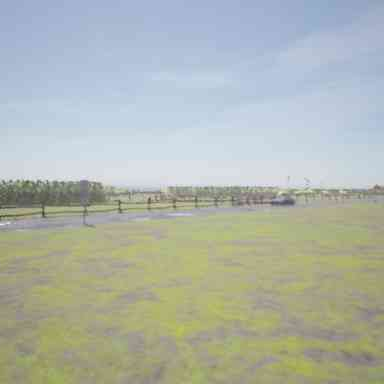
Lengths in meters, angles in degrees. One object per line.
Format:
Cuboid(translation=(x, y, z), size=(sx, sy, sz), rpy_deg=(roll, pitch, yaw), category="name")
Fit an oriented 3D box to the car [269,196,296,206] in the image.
Cuboid(translation=(13.989, 1.374, 51.122), size=(2.033, 1.411, 5.357), rpy_deg=(1, 1, 44), category="car")
